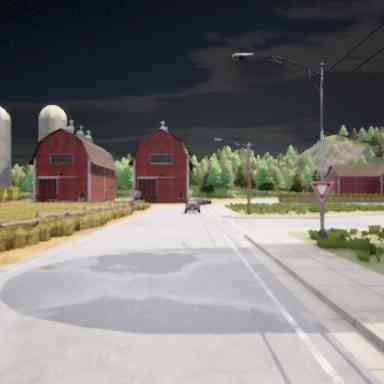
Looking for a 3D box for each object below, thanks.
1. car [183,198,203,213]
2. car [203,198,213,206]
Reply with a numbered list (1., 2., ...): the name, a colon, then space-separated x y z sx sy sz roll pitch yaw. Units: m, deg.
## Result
1. car: 0.064 1.712 40.289 1.812 1.442 4.674 0 0 0
2. car: 2.134 1.738 58.881 2.128 1.511 4.902 -1 0 29
